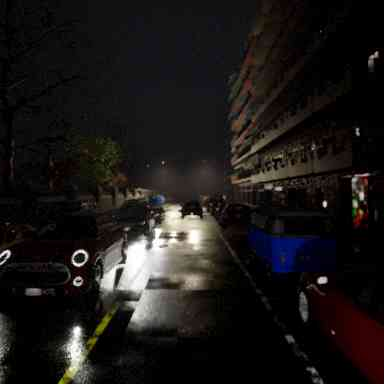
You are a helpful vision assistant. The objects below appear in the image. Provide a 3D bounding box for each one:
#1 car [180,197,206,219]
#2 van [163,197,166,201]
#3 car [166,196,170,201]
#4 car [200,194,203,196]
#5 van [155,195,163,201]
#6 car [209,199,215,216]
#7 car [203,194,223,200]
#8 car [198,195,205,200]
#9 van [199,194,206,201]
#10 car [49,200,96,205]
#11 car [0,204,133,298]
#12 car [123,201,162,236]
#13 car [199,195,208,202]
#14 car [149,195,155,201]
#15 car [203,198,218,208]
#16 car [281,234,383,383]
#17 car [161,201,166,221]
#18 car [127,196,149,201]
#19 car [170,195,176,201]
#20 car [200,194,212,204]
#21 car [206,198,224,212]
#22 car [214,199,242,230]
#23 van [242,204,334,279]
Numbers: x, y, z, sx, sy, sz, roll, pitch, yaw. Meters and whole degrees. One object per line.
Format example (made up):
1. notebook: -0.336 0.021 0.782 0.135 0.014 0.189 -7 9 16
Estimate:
1. car: 0.009 1.506 29.036 1.837 1.490 4.892 0 0 0
2. van: -5.697 1.360 54.792 1.690 1.788 3.998 0 0 0
3. car: -5.699 1.578 60.422 2.008 1.369 4.403 0 0 0
4. car: 2.683 1.460 54.793 1.967 1.590 4.097 0 0 0
5. van: -5.697 1.354 49.162 1.690 1.788 3.998 0 0 0
6. car: 2.687 1.551 26.643 2.008 1.369 4.403 0 0 0
7. car: 2.687 1.320 37.903 2.192 1.841 5.009 0 0 0
8. car: 2.675 1.639 94.206 2.008 1.369 4.403 0 0 0
9. van: 2.678 1.408 82.945 1.690 1.788 3.998 0 0 0
10. car: -5.690 1.312 15.382 2.192 1.841 5.009 0 0 0
11. car: -3.082 1.349 8.705 2.097 1.767 4.553 0 0 0
12. car: -3.077 1.490 18.350 2.128 1.511 4.902 0 0 0
13. car: 2.678 1.497 77.314 1.967 1.590 4.097 0 0 0
14. car: -5.694 1.445 37.902 1.967 1.590 4.097 0 0 0
15. car: 2.683 1.559 49.164 1.887 1.381 4.507 0 0 0
16. car: 2.692 1.544 4.122 1.887 1.381 4.507 0 0 0
17. car: -3.004 1.600 24.392 1.895 1.301 4.718 0 0 0
18. car: -5.693 1.442 32.273 1.967 1.590 4.097 0 0 0
19. car: -5.703 1.591 82.773 1.752 1.417 4.829 0 0 0
20. car: 2.681 1.352 66.054 2.192 1.841 5.009 0 0 0
21. car: 2.687 1.547 32.273 1.887 1.381 4.507 0 0 0
22. car: 2.689 1.439 21.013 1.967 1.590 4.097 0 0 0
23. van: 2.692 1.339 9.753 1.690 1.788 3.998 0 0 0
